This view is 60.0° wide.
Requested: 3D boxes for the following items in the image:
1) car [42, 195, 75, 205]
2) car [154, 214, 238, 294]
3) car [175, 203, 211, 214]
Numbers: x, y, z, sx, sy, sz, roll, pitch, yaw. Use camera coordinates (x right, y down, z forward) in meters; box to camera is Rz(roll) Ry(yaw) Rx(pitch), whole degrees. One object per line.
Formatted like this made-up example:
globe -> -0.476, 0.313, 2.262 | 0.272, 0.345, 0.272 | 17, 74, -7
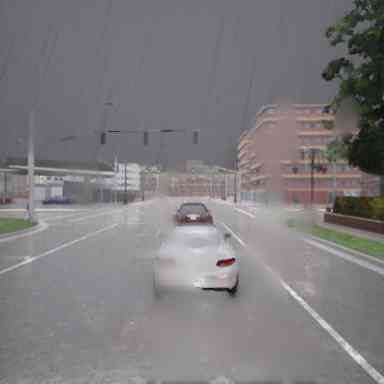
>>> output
car -> -23.401, 1.422, 57.438 | 4.611, 1.667, 2.242 | 0, 0, 1
car -> 0.092, 1.545, 8.720 | 1.812, 1.442, 4.674 | 0, 0, 0
car -> 0.072, 1.394, 19.517 | 2.097, 1.767, 4.553 | 0, 0, 0
